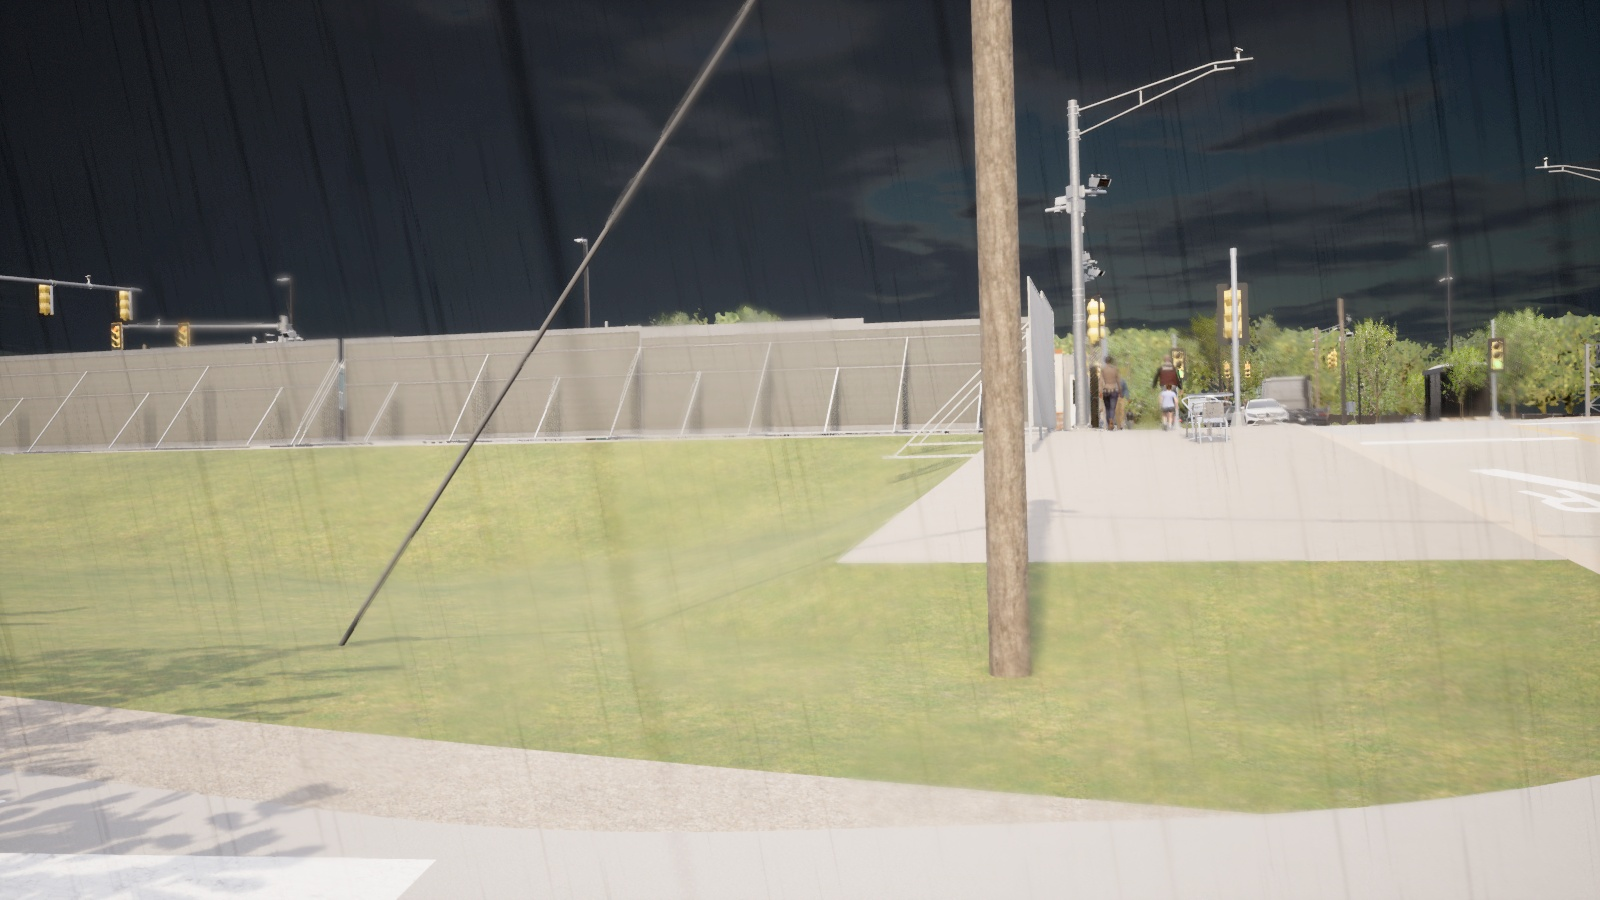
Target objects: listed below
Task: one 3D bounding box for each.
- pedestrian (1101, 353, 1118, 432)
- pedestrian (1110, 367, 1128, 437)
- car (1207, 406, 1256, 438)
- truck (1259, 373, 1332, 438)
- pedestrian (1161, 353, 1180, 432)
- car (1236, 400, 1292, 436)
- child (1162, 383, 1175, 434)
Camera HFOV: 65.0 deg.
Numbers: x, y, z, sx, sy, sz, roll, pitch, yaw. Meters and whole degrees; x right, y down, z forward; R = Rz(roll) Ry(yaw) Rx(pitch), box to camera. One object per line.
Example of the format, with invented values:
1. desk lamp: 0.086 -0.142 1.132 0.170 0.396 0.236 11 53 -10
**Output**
1. pedestrian: 7.255 -1.328 29.464 0.328 1.805 0.869 -1 0 13
2. pedestrian: 8.968 -1.333 35.268 0.423 1.949 0.788 -1 0 17
3. car: 24.706 -1.591 72.028 2.242 1.667 4.611 -1 0 14
4. truck: 28.996 -2.508 73.826 2.891 3.462 7.936 -1 0 14
5. pedestrian: 8.925 -1.372 30.280 0.376 1.854 0.720 -1 0 15
6. car: 20.676 -1.397 56.104 1.812 1.442 4.674 -1 0 14
7. child: 8.167 -0.920 27.811 0.255 1.110 0.394 -1 0 16
